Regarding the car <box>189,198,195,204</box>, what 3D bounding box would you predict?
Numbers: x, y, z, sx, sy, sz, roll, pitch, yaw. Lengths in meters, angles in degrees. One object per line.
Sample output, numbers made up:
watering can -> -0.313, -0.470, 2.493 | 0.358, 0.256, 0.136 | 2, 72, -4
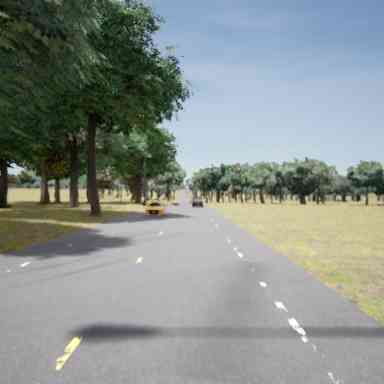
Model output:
car -> -0.008, 2.618, 94.500 | 1.882, 1.535, 5.008 | 0, -1, 0

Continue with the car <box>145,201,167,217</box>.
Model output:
car -> -3.597, 1.695, 33.832 | 1.882, 1.535, 5.008 | 0, 0, 0

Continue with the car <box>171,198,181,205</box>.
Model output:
car -> -3.506, 2.190, 74.231 | 1.882, 1.535, 5.008 | 0, -1, 0

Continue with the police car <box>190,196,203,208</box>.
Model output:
police car -> 1.045, 1.954, 60.139 | 1.930, 1.638, 5.238 | 0, -1, 0
